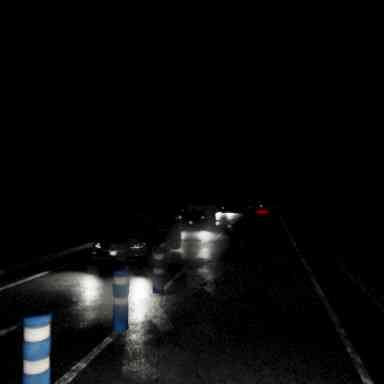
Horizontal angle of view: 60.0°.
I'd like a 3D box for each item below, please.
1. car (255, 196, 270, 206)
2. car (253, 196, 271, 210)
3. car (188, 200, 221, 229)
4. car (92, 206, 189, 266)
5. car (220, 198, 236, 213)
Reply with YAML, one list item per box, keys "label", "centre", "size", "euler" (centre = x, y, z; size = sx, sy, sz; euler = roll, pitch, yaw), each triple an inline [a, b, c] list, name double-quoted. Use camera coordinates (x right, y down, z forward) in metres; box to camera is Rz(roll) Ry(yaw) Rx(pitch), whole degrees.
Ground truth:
- label: "car"
  centre: [10.707, 1.334, 50.596]
  size: [2.128, 1.511, 4.902]
  euler: [1, 0, 13]
- label: "car"
  centre: [8.441, 1.329, 40.424]
  size: [1.837, 1.490, 4.892]
  euler: [1, 0, 13]
- label: "car"
  centre: [0.441, 1.437, 21.096]
  size: [1.812, 1.442, 4.674]
  euler: [1, 1, 13]
- label: "car"
  centre: [-1.665, 1.456, 11.642]
  size: [1.837, 1.490, 4.892]
  euler: [1, 0, 13]
- label: "car"
  centre: [3.504, 1.362, 34.761]
  size: [1.994, 1.385, 4.181]
  euler: [1, 1, 12]
